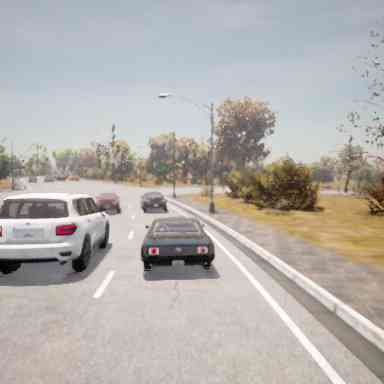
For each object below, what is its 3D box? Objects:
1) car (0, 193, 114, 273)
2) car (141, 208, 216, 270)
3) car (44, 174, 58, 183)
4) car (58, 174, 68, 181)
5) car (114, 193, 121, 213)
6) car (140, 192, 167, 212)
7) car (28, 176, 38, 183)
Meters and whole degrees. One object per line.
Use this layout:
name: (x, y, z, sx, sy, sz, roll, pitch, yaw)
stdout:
car: (-4.031, 1.057, 10.388, 2.150, 2.045, 5.566, 0, 1, -5)
car: (-0.525, 1.422, 10.435, 1.895, 1.301, 4.718, 0, 1, -5)
car: (-34.208, -3.205, 79.723, 2.097, 1.767, 4.553, -2, 5, -29)
car: (-35.160, -3.705, 88.632, 1.882, 1.535, 5.008, -2, 4, -29)
car: (-6.493, 0.767, 25.727, 1.812, 1.442, 4.674, -1, 3, -12)
car: (-3.110, 0.705, 26.566, 1.812, 1.442, 4.674, -1, 3, -12)
car: (-37.255, -2.933, 78.017, 1.837, 1.490, 4.892, -2, 5, -29)
